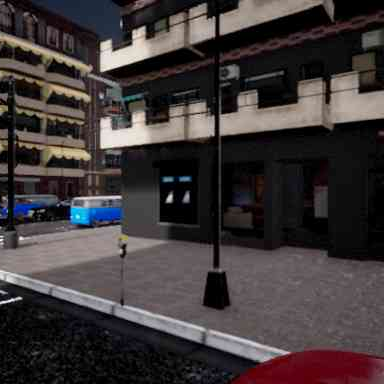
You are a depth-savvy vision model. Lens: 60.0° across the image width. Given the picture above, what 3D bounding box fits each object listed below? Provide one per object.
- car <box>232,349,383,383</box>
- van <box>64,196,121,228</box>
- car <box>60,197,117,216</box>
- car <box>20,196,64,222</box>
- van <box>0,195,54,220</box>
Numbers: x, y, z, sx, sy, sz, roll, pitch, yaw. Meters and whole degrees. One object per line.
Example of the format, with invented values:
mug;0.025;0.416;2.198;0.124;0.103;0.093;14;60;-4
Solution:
car;2.129;1.545;1.350;4.507;1.381;1.887;0;0;35
van;-5.373;1.147;20.263;1.690;1.788;3.998;1;2;35
car;-9.083;1.214;29.556;1.752;1.417;4.829;1;2;35
car;-9.509;1.253;24.473;2.128;1.511;4.902;0;1;35
van;-12.208;1.104;25.111;1.690;1.788;3.998;1;2;35
